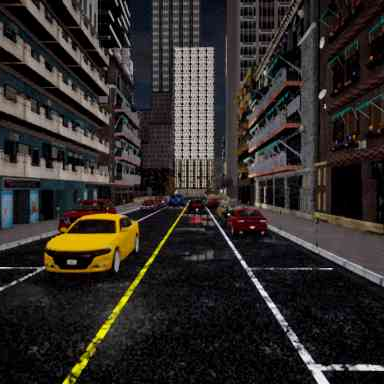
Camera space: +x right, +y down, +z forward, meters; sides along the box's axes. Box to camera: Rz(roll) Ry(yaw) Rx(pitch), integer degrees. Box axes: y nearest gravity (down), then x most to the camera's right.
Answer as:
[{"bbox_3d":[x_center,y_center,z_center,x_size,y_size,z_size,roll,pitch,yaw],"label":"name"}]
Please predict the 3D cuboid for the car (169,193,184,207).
[{"bbox_3d":[-2.418,1.259,52.972,2.150,2.045,5.566,0,0,1],"label":"car"}]

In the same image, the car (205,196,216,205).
[{"bbox_3d":[3.468,1.573,62.461,1.752,1.417,4.829,-1,0,1],"label":"car"}]

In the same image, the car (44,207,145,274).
[{"bbox_3d":[-2.967,1.484,10.793,1.882,1.535,5.008,0,0,1],"label":"car"}]

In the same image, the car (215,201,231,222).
[{"bbox_3d":[2.979,1.566,23.630,2.008,1.369,4.403,-1,0,1],"label":"car"}]

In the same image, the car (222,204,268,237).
[{"bbox_3d":[2.910,1.556,18.107,1.887,1.381,4.507,-1,0,1],"label":"car"}]

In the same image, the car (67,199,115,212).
[{"bbox_3d":[-5.473,1.326,18.226,2.192,1.841,5.009,-1,0,1],"label":"car"}]

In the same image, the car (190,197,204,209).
[{"bbox_3d":[0.659,1.511,46.178,1.882,1.535,5.008,0,0,1],"label":"car"}]

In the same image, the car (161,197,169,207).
[{"bbox_3d":[-5.054,1.478,51.365,1.967,1.590,4.097,-1,0,1],"label":"car"}]

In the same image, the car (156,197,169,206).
[{"bbox_3d":[-4.983,1.587,56.888,1.887,1.381,4.507,-1,0,1],"label":"car"}]

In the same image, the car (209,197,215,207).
[{"bbox_3d":[3.327,1.583,51.245,1.887,1.381,4.507,-1,0,1],"label":"car"}]

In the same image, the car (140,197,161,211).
[{"bbox_3d":[-5.192,1.610,40.318,1.802,1.307,4.206,-1,0,1],"label":"car"}]

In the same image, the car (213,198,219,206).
[{"bbox_3d":[3.051,1.545,29.323,1.752,1.417,4.829,-1,0,1],"label":"car"}]

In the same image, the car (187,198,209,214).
[{"bbox_3d":[0.543,1.529,35.859,1.837,1.490,4.892,0,0,1],"label":"car"}]
